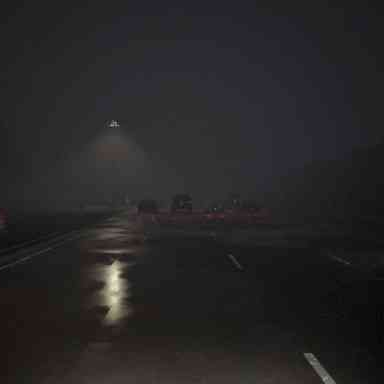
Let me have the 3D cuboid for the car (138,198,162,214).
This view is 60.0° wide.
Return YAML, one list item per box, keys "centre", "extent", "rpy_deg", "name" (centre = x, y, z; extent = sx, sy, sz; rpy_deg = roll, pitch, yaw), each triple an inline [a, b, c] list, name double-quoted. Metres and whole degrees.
- centre: [-4.622, 1.477, 35.777]
  extent: [1.882, 1.535, 5.008]
  rpy_deg: [0, 0, -1]
  name: "car"

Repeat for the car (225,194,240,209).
- centre: [5.507, 1.221, 45.765]
  extent: [2.150, 2.045, 5.566]
  rpy_deg: [0, 0, -1]
  name: "car"

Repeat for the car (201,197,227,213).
- centre: [2.359, 1.526, 36.731]
  extent: [1.812, 1.442, 4.674]
  rpy_deg: [0, 0, -2]
  name: "car"

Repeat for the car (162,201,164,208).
- centre: [-4.992, 1.547, 45.691]
  extent: [2.033, 1.411, 5.357]
  rpy_deg: [0, 0, -1]
  name: "car"

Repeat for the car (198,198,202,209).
- centre: [1.991, 1.491, 46.530]
  extent: [2.128, 1.511, 4.902]
  rpy_deg: [0, 0, -1]
  name: "car"

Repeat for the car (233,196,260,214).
- centre: [5.897, 1.477, 35.294]
  extent: [1.882, 1.535, 5.008]
  rpy_deg: [0, 0, -2]
  name: "car"

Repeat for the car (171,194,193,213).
- centre: [-1.128, 1.221, 36.668]
  extent: [2.150, 2.045, 5.566]
  rpy_deg: [0, 0, -1]
  name: "car"

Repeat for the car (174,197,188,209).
- centre: [-1.522, 1.477, 46.990]
  extent: [1.882, 1.535, 5.008]
  rpy_deg: [0, 0, -1]
  name: "car"
